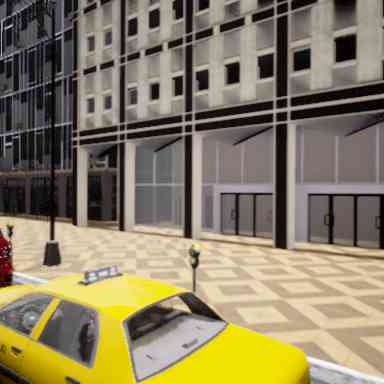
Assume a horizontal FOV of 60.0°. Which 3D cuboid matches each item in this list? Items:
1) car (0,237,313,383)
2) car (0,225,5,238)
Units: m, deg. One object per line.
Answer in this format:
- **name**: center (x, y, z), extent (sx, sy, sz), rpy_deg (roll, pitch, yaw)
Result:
- **car**: center (-1.195, 1.501, 3.724), extent (4.829, 1.417, 1.752), rpy_deg (1, 0, 35)
- **car**: center (-5.697, 1.247, 6.930), extent (5.009, 1.841, 2.192), rpy_deg (1, 0, 35)
